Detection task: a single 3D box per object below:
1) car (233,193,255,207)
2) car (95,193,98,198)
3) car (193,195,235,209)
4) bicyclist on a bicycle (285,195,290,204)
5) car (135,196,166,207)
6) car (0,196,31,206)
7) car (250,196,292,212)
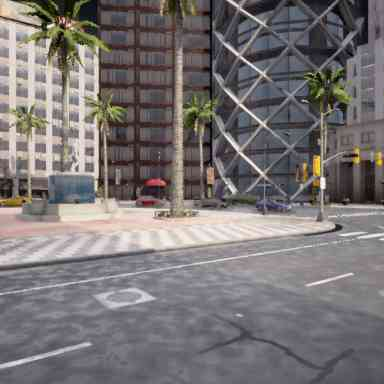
[{"bbox_3d":[7.375,1.221,51.681,5.566,2.045,2.150,0,0,37],"label":"car"},{"bbox_3d":[-19.560,1.223,59.333,5.566,2.045,2.150,0,0,-2],"label":"car"},{"bbox_3d":[2.737,1.547,46.229,5.357,1.411,2.033,0,0,34],"label":"car"},{"bbox_3d":[15.718,1.301,54.602,0.582,1.620,1.656,0,0,42],"label":"bicyclist on a bicycle"},{"bbox_3d":[-6.208,1.352,50.543,4.553,1.767,2.097,0,0,16],"label":"car"},{"bbox_3d":[-28.766,1.478,54.459,5.008,1.535,1.882,0,0,-14],"label":"car"},{"bbox_3d":[9.625,1.526,39.480,1.812,1.442,4.674,0,0,-39],"label":"car"}]
